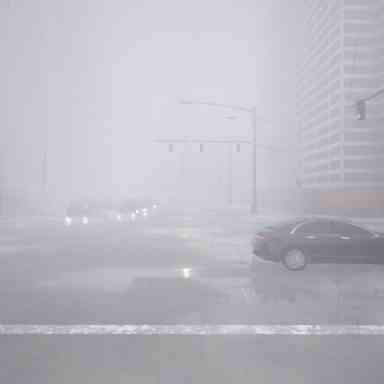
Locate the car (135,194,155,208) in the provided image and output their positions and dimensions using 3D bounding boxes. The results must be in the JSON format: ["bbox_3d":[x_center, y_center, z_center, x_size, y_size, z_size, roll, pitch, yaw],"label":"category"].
[{"bbox_3d":[-7.027,1.491,48.218,2.128,1.511,4.902,0,0,0],"label":"car"}]

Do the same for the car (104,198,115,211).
[{"bbox_3d":[-10.537,1.478,41.884,1.882,1.535,5.008,0,0,0],"label":"car"}]

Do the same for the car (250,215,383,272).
[{"bbox_3d":[4.281,1.505,10.245,4.892,1.490,1.837,0,0,0],"label":"car"}]

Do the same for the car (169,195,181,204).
[{"bbox_3d":[-3.407,1.491,64.127,2.128,1.511,4.902,0,0,0],"label":"car"}]

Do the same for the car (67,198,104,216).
[{"bbox_3d":[-10.590,1.352,32.752,2.097,1.767,4.553,0,0,1],"label":"car"}]

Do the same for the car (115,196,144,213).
[{"bbox_3d":[-7.045,1.505,37.868,1.837,1.490,4.892,0,0,0],"label":"car"}]

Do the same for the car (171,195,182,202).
[{"bbox_3d":[-3.392,1.354,74.412,2.128,1.511,4.902,0,0,0],"label":"car"}]

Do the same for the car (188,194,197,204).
[{"bbox_3d":[0.093,1.547,64.122,2.033,1.411,5.357,0,0,0],"label":"car"}]

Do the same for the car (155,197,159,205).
[{"bbox_3d":[-6.995,1.601,58.542,1.895,1.301,4.718,0,0,0],"label":"car"}]
